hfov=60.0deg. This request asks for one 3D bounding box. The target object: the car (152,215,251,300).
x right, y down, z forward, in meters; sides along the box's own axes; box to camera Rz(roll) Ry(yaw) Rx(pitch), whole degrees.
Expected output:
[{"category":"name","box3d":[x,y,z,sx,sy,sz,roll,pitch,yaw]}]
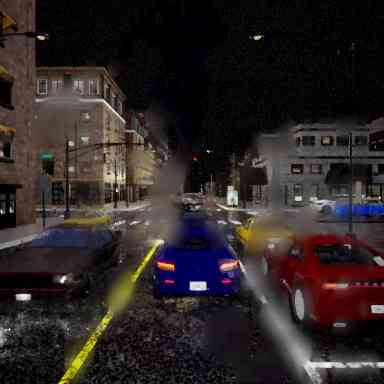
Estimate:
[{"category":"car","box3d":[0.102,1.525,8.283,1.812,1.442,4.674,0,0,0]}]

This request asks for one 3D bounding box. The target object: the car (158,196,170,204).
[{"category":"car","box3d":[-5.710,1.594,67.942,2.008,1.369,4.403,0,0,0]}]

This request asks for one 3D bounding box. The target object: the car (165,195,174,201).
[{"category":"car","box3d":[-5.715,1.596,84.862,1.752,1.417,4.829,0,0,0]}]

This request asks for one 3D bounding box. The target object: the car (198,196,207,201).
[{"category":"car","box3d":[2.666,1.622,85.046,2.008,1.369,4.403,-1,0,0]}]

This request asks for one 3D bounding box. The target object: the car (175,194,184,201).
[{"category":"car","box3d":[-3.018,1.330,82.882,2.097,1.767,4.553,0,0,0]}]

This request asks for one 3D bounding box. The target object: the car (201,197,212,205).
[{"category":"car","box3d":[2.671,1.618,62.259,1.802,1.307,4.206,0,0,0]}]

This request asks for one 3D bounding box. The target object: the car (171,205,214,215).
[{"category":"car","box3d":[0.097,1.565,16.976,1.994,1.385,4.181,0,0,0]}]

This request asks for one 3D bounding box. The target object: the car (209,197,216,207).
[{"category":"car","box3d":[2.673,1.462,50.866,1.967,1.590,4.097,0,0,0]}]

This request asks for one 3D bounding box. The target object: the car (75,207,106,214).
[{"category":"car","box3d":[-5.700,1.527,18.226,1.752,1.417,4.829,0,0,0]}]

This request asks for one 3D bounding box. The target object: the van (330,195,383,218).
[{"category":"van","box3d":[14.652,1.413,29.163,3.998,1.788,1.690,0,0,0]}]

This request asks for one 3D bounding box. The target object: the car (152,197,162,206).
[{"category":"car","box3d":[-5.708,1.579,56.549,2.008,1.369,4.403,0,0,0]}]

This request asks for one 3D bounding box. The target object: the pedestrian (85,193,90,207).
[{"category":"pedestrian","box3d":[-12.639,1.079,40.276,0.375,1.860,0.375,0,0,0]}]

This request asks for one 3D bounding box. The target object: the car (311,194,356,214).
[{"category":"car","box3d":[15.477,1.256,34.957,5.566,2.045,2.150,0,0,0]}]

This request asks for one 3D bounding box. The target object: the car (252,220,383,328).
[{"category":"car","box3d":[2.684,1.544,7.000,1.887,1.381,4.507,0,0,0]}]

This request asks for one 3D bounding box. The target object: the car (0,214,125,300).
[{"category":"car","box3d":[-3.104,1.547,8.787,2.033,1.411,5.357,0,0,0]}]

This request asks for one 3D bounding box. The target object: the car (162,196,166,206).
[{"category":"car","box3d":[-3.106,1.622,50.953,1.895,1.301,4.718,0,0,0]}]

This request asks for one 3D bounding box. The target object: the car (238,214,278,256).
[{"category":"car","box3d":[2.683,1.526,12.867,1.752,1.417,4.829,0,0,0]}]

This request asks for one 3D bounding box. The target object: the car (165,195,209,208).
[{"category":"car","box3d":[-0.632,1.474,36.933,2.128,1.511,4.902,0,1,-31]}]

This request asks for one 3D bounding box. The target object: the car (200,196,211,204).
[{"category":"car","box3d":[2.670,1.594,67.957,2.008,1.369,4.403,0,0,0]}]
